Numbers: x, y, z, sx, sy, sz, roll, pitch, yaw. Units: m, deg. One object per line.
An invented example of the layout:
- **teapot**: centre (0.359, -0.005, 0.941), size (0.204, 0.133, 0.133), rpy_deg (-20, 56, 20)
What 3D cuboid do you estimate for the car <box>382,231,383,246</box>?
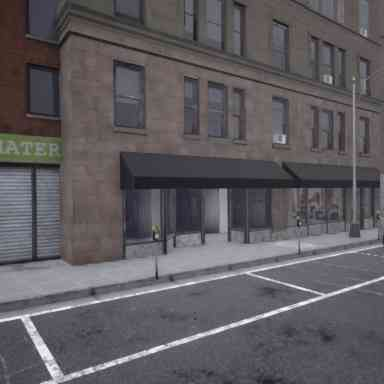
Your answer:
- **car**: centre (9.266, 1.540, 13.185), size (4.507, 1.381, 1.887), rpy_deg (0, -1, -36)
